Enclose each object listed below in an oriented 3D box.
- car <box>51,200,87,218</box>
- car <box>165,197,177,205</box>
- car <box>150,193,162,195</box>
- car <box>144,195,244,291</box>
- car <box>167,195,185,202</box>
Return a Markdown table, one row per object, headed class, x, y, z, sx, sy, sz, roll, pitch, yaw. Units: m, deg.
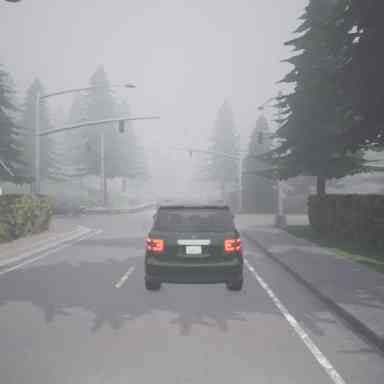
| class | x | y | z | sx | sy | sz | roll | pitch | yaw |
| --- | --- | --- | --- | --- | --- | --- | --- | --- | --- |
| car | -11.735 | 1.473 | 29.089 | 4.902 | 1.511 | 2.128 | 0 | 0 | 1 |
| car | -3.673 | 1.596 | 58.640 | 1.895 | 1.301 | 4.718 | 0 | 0 | -1 |
| car | -7.788 | 1.211 | 73.782 | 2.150 | 2.045 | 5.566 | 0 | 0 | -43 |
| car | 0.052 | 1.221 | 9.156 | 2.150 | 2.045 | 5.566 | 0 | 0 | 0 |
| car | -3.628 | 1.519 | 74.105 | 1.812 | 1.442 | 4.674 | 0 | 0 | -35 |
